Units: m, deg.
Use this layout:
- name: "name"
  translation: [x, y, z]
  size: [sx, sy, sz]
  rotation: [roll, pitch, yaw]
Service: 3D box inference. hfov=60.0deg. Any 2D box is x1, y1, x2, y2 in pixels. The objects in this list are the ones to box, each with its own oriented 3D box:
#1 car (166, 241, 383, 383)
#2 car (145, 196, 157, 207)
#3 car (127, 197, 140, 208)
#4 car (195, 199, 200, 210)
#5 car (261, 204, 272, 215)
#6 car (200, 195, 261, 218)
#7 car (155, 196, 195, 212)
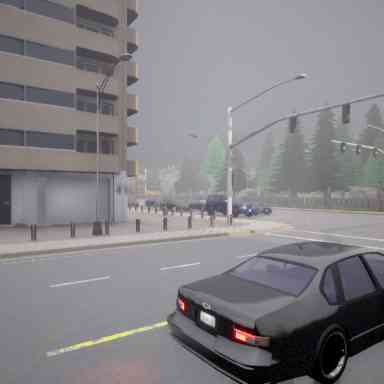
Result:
- name: "car"
  translation: [2.238, 1.547, 5.377]
  size: [5.357, 1.411, 2.033]
  rotation: [0, 0, -35]
- name: "car"
  translation: [-5.227, 1.407, 49.768]
  size: [2.097, 1.767, 4.553]
  rotation: [0, 0, -36]
- name: "car"
  translation: [-9.490, 1.555, 49.698]
  size: [1.837, 1.490, 4.892]
  rotation: [0, 2, -36]
- name: "car"
  translation: [1.094, 1.581, 40.992]
  size: [1.812, 1.442, 4.674]
  rotation: [0, 0, -36]
- name: "car"
  translation: [6.127, 1.619, 33.990]
  size: [1.994, 1.385, 4.181]
  rotation: [0, 0, -36]
- name: "car"
  translation: [3.506, 1.277, 31.639]
  size: [2.150, 2.045, 5.566]
  rotation: [0, 0, -36]
- name: "car"
  translation: [-2.089, 1.560, 39.407]
  size: [1.837, 1.490, 4.892]
  rotation: [0, 0, -36]
